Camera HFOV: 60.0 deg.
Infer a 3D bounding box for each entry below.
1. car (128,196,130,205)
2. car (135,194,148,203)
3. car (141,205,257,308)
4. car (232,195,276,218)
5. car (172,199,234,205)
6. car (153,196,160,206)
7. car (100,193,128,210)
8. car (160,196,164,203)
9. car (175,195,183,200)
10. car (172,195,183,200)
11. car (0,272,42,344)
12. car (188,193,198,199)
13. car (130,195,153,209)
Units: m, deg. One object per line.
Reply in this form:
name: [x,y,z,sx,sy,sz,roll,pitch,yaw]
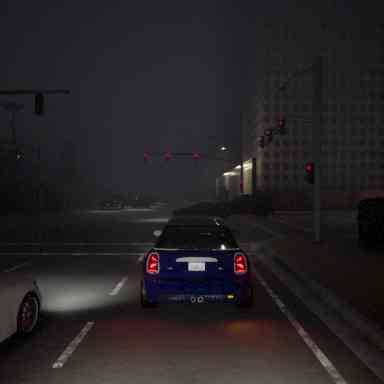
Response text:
car: [-10.455,1.477,53.885,1.882,1.535,5.008,0,0,0]
car: [-10.337,1.350,68.533,2.097,1.767,4.553,0,0,0]
car: [0.102,1.352,8.070,2.097,1.767,4.553,0,0,0]
car: [4.789,1.263,30.445,5.566,2.045,2.150,1,0,0]
car: [0.737,1.554,26.943,4.674,1.442,1.812,0,0,0]
car: [-6.947,1.504,55.238,1.837,1.490,4.892,0,0,0]
car: [-10.484,1.221,44.114,2.150,2.045,5.566,0,0,0]
car: [-6.847,1.564,68.559,1.994,1.385,4.181,0,0,0]
car: [-3.298,1.423,83.794,1.895,1.301,4.718,0,0,0]
car: [-3.323,1.469,73.542,1.882,1.535,5.008,0,0,0]
car: [-3.430,1.526,3.640,1.812,1.442,4.674,0,0,1]
car: [0.176,1.530,73.123,2.033,1.411,5.357,0,0,0]
car: [-6.973,1.526,46.345,1.812,1.442,4.674,0,0,0]
